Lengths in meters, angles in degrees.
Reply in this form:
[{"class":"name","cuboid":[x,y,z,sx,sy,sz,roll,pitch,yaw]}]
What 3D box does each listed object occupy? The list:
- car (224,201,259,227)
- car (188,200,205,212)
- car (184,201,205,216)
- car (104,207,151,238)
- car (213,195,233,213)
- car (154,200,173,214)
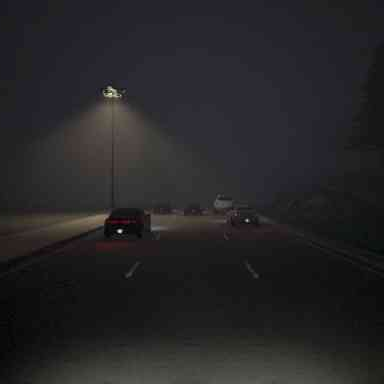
[{"class":"car","cuboid":[3.602,1.646,24.022,1.812,1.442,4.674,0,0,0]},{"class":"car","cuboid":[0.651,1.823,44.382,1.895,1.301,4.718,0,0,6]},{"class":"car","cuboid":[0.142,1.702,35.181,1.812,1.442,4.674,0,0,1]},{"class":"car","cuboid":[-3.399,1.596,18.116,1.837,1.490,4.892,0,0,0]},{"class":"car","cuboid":[3.779,1.419,39.680,2.150,2.045,5.566,0,0,2]},{"class":"car","cuboid":[-3.253,1.684,38.519,2.128,1.511,4.902,0,0,2]}]
